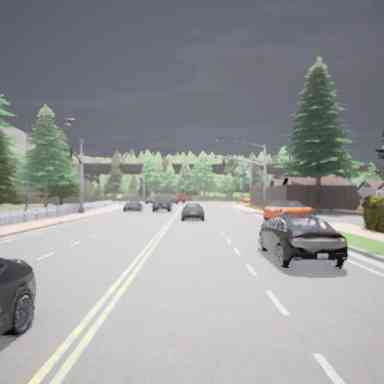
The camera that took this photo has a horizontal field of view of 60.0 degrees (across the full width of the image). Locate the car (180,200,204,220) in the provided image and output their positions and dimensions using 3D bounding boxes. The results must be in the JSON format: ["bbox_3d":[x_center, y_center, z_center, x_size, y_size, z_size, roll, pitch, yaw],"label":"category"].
[{"bbox_3d":[0.084,1.706,29.614,1.994,1.385,4.181,0,0,0],"label":"car"}]

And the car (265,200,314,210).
[{"bbox_3d":[8.025,1.459,27.024,4.553,1.767,2.097,-1,1,-34],"label":"car"}]

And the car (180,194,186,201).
[{"bbox_3d":[-3.271,1.498,72.769,2.150,2.045,5.566,0,0,-27],"label":"car"}]

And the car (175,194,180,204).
[{"bbox_3d":[-3.505,1.490,57.060,1.837,1.490,4.892,0,0,0],"label":"car"}]

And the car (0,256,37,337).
[{"bbox_3d":[-3.580,1.546,4.037,1.812,1.442,4.674,0,0,0],"label":"car"}]

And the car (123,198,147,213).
[{"bbox_3d":[-7.096,1.757,40.443,1.994,1.385,4.181,0,0,0],"label":"car"}]

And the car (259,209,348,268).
[{"bbox_3d":[3.574,1.547,11.470,2.128,1.511,4.902,0,0,0],"label":"car"}]

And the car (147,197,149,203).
[{"bbox_3d":[-7.005,1.468,57.060,1.882,1.535,5.008,0,0,0],"label":"car"}]

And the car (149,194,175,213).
[{"bbox_3d":[-3.597,1.415,40.821,2.150,2.045,5.566,0,0,0],"label":"car"}]
